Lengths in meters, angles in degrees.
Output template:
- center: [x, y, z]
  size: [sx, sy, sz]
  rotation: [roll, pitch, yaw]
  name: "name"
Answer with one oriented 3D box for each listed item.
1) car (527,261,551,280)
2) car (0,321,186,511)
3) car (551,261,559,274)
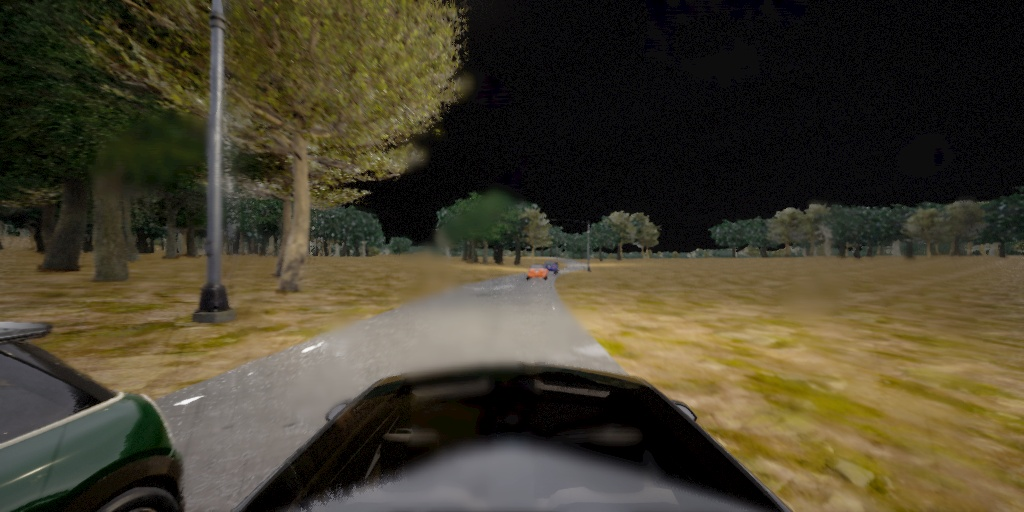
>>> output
- center: [2.863, 1.653, 39.092]
  size: [2.097, 1.767, 4.553]
  rotation: [0, -1, 8]
  name: "car"
- center: [-3.042, 1.083, 0.226]
  size: [2.097, 1.767, 4.553]
  rotation: [0, 0, 0]
  name: "car"
- center: [6.274, 1.843, 57.661]
  size: [2.150, 2.045, 5.566]
  rotation: [0, -1, 13]
  name: "car"
